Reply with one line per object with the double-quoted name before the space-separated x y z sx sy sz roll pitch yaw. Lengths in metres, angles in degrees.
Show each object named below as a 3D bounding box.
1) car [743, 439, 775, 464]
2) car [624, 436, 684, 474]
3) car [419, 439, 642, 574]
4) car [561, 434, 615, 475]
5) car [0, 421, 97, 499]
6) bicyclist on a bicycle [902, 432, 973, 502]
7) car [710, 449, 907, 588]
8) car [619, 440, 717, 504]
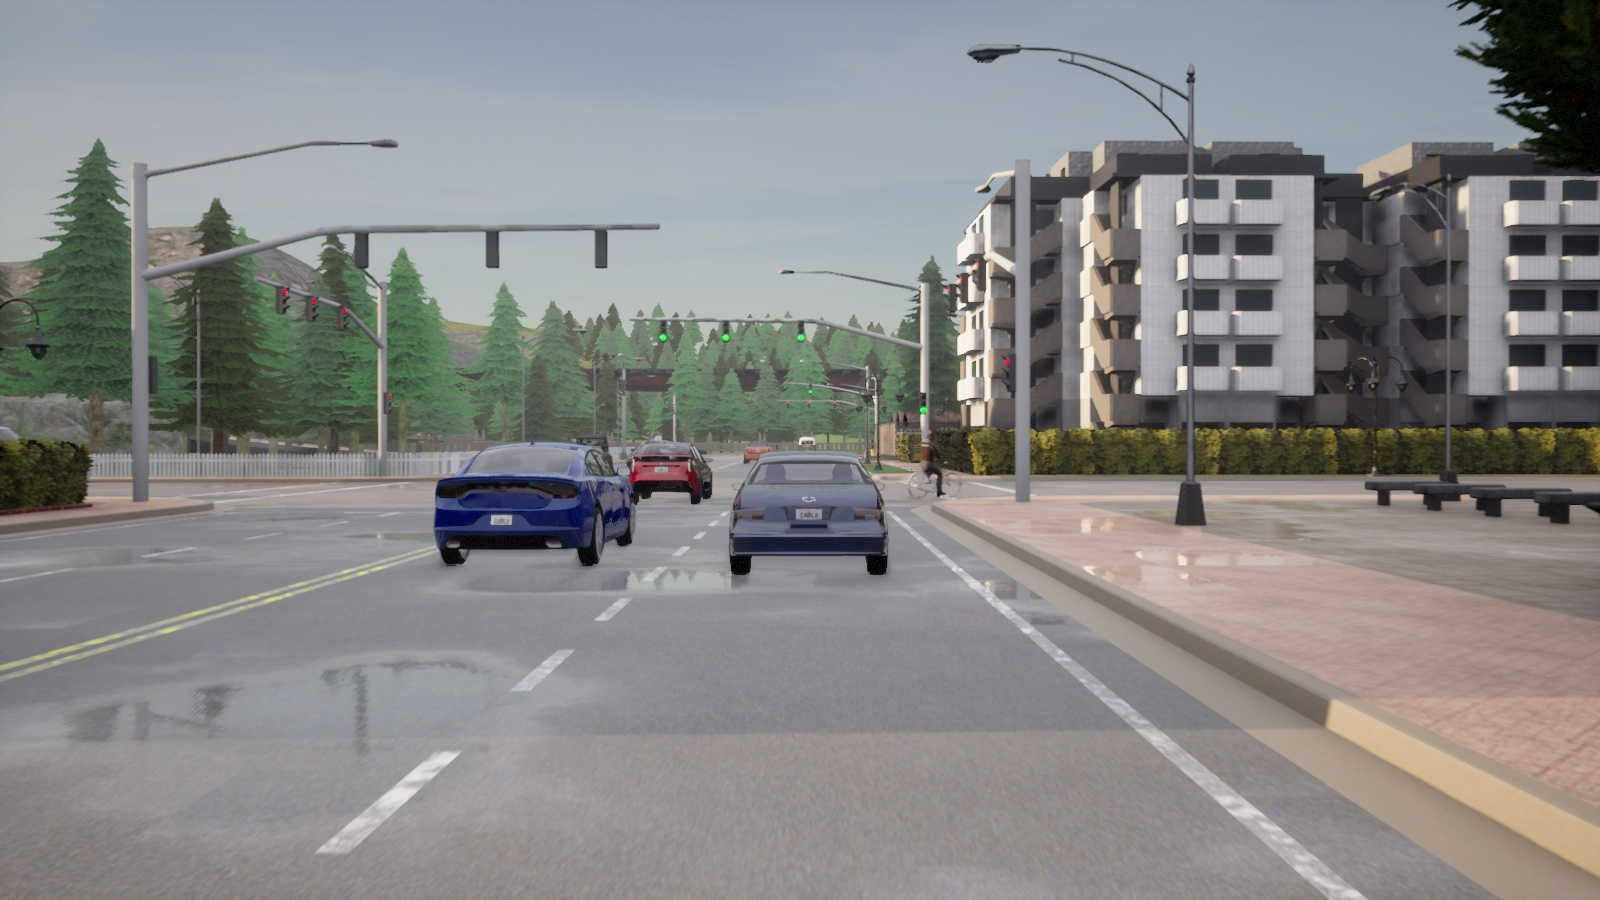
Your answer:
"car" -2.965 0.086 91.579 2.097 1.767 4.553 0 0 0
"car" -6.657 0.194 57.756 2.152 1.651 5.027 0 0 0
"car" -3.389 0.627 16.803 1.882 1.535 5.008 0 0 0
"car" -10.143 0.194 60.287 1.905 1.878 3.866 0 0 0
"car" -22.478 0.255 34.071 5.566 2.045 2.150 0 0 -1
"bicyclist on a bicycle" 3.604 0.434 32.933 1.843 1.776 0.659 0 3 -36
"car" 0.104 0.706 15.684 2.033 1.411 5.357 0 0 0
"car" -3.302 0.509 32.152 2.007 1.525 4.514 0 0 0
